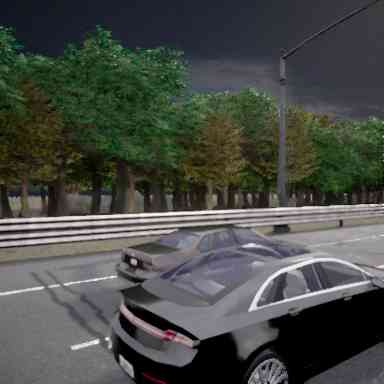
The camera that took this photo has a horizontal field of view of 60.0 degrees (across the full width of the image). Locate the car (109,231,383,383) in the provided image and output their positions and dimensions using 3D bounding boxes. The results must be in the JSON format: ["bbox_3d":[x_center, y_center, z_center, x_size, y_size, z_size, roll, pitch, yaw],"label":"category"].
[{"bbox_3d":[1.323,1.500,4.692,4.902,1.511,2.128,0,0,-35],"label":"car"}]

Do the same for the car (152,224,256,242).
[{"bbox_3d":[0.788,1.559,8.610,5.357,1.411,2.033,0,0,-35],"label":"car"}]
